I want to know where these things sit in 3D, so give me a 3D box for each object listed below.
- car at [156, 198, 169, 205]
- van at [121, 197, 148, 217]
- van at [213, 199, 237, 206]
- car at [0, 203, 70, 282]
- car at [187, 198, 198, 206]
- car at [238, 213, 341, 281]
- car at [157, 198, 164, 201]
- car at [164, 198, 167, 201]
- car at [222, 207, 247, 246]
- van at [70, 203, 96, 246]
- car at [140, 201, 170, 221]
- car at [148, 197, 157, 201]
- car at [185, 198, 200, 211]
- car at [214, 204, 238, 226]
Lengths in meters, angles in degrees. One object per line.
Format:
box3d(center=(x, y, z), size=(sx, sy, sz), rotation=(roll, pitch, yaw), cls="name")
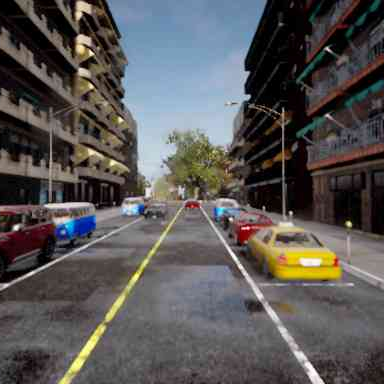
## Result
box3d(center=(-5.841, 1.843, 66.329), size=(2.008, 1.369, 4.403), rotation=(1, 0, 0), cls="car")
box3d(center=(-5.709, 1.478, 32.364), size=(1.690, 1.788, 3.998), rotation=(1, 0, 0), cls="van")
box3d(center=(2.664, 1.453, 26.673), size=(1.690, 1.788, 3.998), rotation=(1, 0, 0), cls="van")
box3d(center=(-5.685, 1.356, 9.718), size=(2.192, 1.841, 5.009), rotation=(1, 0, 0), cls="car")
box3d(center=(0.026, 1.788, 59.912), size=(1.812, 1.442, 4.674), rotation=(0, -1, -2), cls="car")
box3d(center=(2.693, 1.567, 9.858), size=(1.752, 1.417, 4.829), rotation=(1, 0, 0), cls="car")
box3d(center=(-5.731, 1.778, 49.348), size=(1.947, 1.339, 4.313), rotation=(1, 0, 0), cls="car")
box3d(center=(-5.737, 1.789, 55.010), size=(2.008, 1.369, 4.403), rotation=(1, 0, 0), cls="car")
box3d(center=(2.690, 1.609, 15.348), size=(1.887, 1.381, 4.507), rotation=(1, 0, 0), cls="car")
box3d(center=(-5.691, 1.406, 15.379), size=(1.690, 1.788, 3.998), rotation=(1, 0, 0), cls="van")
box3d(center=(-3.038, 1.723, 29.093), size=(1.895, 1.301, 4.718), rotation=(0, 0, 0), cls="car")
box3d(center=(-5.715, 1.476, 38.025), size=(2.192, 1.841, 5.009), rotation=(1, 0, 0), cls="car")
box3d(center=(0.052, 1.670, 45.065), size=(1.882, 1.535, 5.008), rotation=(0, -1, 0), cls="car")
box3d(center=(2.688, 1.654, 21.011), size=(1.947, 1.339, 4.313), rotation=(1, 0, 0), cls="car")
